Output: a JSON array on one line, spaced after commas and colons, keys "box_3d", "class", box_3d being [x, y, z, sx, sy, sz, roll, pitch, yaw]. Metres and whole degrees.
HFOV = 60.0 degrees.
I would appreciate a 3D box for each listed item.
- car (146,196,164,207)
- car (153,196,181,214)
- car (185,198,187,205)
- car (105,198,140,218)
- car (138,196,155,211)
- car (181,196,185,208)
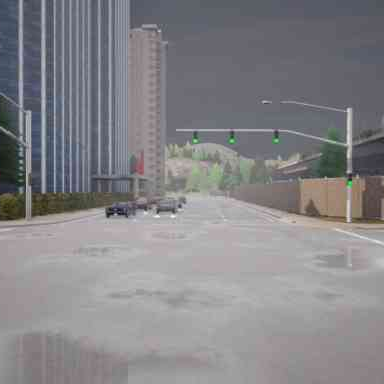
[{"box_3d": [-5.530, 1.376, 50.346, 2.033, 1.411, 5.357, 0, 0, 2], "class": "car"}, {"box_3d": [-2.503, 1.387, 34.110, 1.837, 1.490, 4.892, 0, 0, 2], "class": "car"}, {"box_3d": [-1.860, 1.358, 55.573, 2.033, 1.411, 5.357, 0, 0, 2], "class": "car"}, {"box_3d": [-6.152, 1.498, 29.268, 1.895, 1.301, 4.718, 0, 0, 2], "class": "car"}, {"box_3d": [-5.872, 1.344, 38.666, 1.882, 1.535, 5.008, 0, 0, 2], "class": "car"}, {"box_3d": [-2.261, 1.377, 43.366, 1.812, 1.442, 4.674, 0, 0, 3], "class": "car"}]
